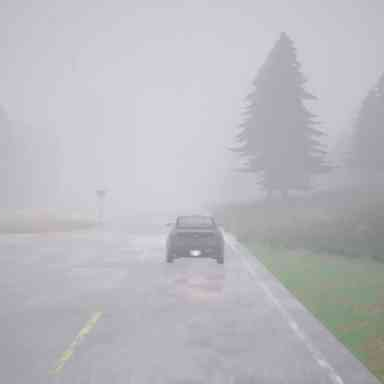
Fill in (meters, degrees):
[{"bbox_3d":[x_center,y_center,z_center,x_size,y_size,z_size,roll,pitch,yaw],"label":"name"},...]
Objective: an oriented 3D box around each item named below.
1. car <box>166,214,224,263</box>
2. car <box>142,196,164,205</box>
[{"bbox_3d":[0.110,1.582,12.293,1.837,1.490,4.892,1,-1,0],"label":"car"},{"bbox_3d":[-9.050,2.092,74.260,4.181,1.381,1.994,0,0,-1],"label":"car"}]
